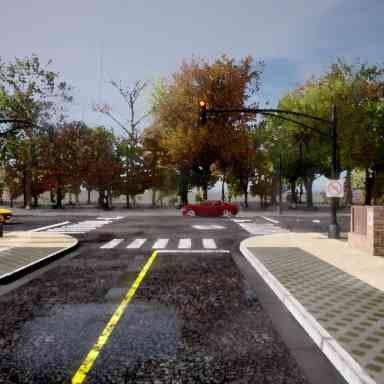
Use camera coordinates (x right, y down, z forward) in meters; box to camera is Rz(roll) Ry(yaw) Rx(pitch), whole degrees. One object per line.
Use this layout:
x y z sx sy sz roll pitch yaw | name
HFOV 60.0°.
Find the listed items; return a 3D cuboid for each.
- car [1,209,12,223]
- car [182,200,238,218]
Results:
-15.084 1.423 22.922 5.008 1.535 1.882 0 0 0 | car
1.583 1.495 29.609 5.008 1.535 1.882 1 0 0 | car
